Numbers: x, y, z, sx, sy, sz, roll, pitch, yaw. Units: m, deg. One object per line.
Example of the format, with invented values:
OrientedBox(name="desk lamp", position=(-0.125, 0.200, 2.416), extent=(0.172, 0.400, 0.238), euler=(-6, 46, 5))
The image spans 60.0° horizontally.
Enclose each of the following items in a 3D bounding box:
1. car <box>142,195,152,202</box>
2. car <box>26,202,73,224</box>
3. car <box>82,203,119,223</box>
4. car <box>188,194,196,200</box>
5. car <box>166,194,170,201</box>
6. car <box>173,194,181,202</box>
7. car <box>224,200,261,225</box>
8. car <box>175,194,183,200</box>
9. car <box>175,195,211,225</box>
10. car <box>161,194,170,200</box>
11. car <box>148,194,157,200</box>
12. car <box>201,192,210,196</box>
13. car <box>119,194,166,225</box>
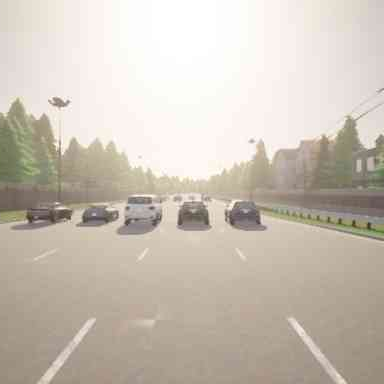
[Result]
OrientedBox(name="car", position=(-10.498, 1.494, 78.289), extent=(1.812, 1.442, 4.674), euler=(0, 0, 0))
OrientedBox(name="car", position=(-10.400, 1.485, 24.671), extent=(2.128, 1.511, 4.902), euler=(0, 0, 0))
OrientedBox(name="car", position=(-6.901, 1.557, 25.534), extent=(1.994, 1.385, 4.181), euler=(0, 0, 0))
OrientedBox(name="car", position=(0.003, 1.284, 88.292), extent=(1.882, 1.535, 5.008), euler=(0, 0, 0))
OrientedBox(name="car", position=(-6.998, 1.509, 77.872), extent=(2.033, 1.411, 5.357), euler=(0, 0, 0))
OrientedBox(name="car", position=(-3.498, 1.469, 77.872), extent=(1.837, 1.490, 4.892), euler=(0, 0, 0))
OrientedBox(name="car", position=(3.601, 1.345, 24.425), extent=(2.097, 1.767, 4.553), euler=(0, 0, 0))
OrientedBox(name="car", position=(-3.497, 1.307, 88.292), extent=(1.837, 1.490, 4.892), euler=(0, 0, 0))
OrientedBox(name="car", position=(0.101, 1.345, 24.431), extent=(2.097, 1.767, 4.553), euler=(0, 0, 0))
OrientedBox(name="car", position=(-6.997, 1.331, 88.292), extent=(1.812, 1.442, 4.674), euler=(0, 0, 0))
OrientedBox(name="car", position=(-10.497, 1.331, 88.292), extent=(1.812, 1.442, 4.674), euler=(0, 0, 0))
OrientedBox(name="car", position=(3.502, 1.469, 77.872), extent=(1.837, 1.490, 4.892), euler=(0, 0, 0))
OrientedBox(name="car", position=(-3.399, 1.215, 24.021), extent=(2.150, 2.045, 5.566), euler=(0, 0, 0))
